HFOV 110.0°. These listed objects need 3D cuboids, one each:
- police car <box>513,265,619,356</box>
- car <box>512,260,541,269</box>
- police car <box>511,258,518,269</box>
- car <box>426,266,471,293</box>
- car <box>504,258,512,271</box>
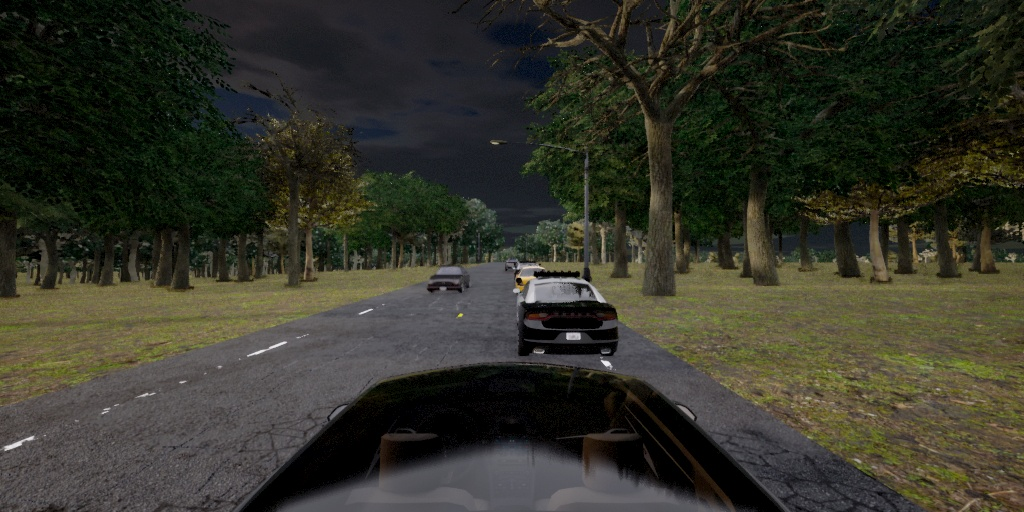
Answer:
[{"bbox_3d":[1.062,1.174,8.749,1.930,1.638,5.238,0,0,0],"label":"police car"},{"bbox_3d":[1.076,1.192,18.833,1.801,1.575,5.366,0,0,0],"label":"car"},{"bbox_3d":[1.085,1.148,24.753,1.930,1.638,5.238,0,0,0],"label":"police car"},{"bbox_3d":[-3.472,1.280,20.726,2.033,1.411,5.357,0,0,0],"label":"car"},{"bbox_3d":[0.085,1.130,45.961,2.128,1.511,4.902,0,0,1],"label":"car"}]
